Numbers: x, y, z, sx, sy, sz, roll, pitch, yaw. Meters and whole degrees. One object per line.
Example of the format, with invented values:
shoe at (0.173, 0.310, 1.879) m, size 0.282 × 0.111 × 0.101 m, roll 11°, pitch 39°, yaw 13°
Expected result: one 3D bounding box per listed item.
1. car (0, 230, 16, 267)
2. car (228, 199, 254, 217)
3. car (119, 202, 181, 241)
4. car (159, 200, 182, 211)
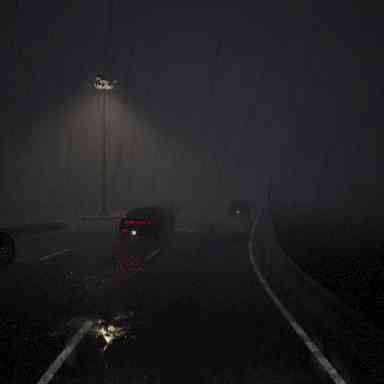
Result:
car at (-6.647, 1.348, 8.585) m, size 2.097 × 1.767 × 4.553 m, roll 0°, pitch 0°, yaw 3°
car at (4.499, 1.473, 31.203) m, size 1.837 × 1.490 × 4.892 m, roll 0°, pitch 0°, yaw 12°
car at (-2.094, 1.490, 16.734) m, size 1.837 × 1.490 × 4.892 m, roll 0°, pitch 0°, yaw 10°
car at (-2.427, 1.517, 32.378) m, size 2.033 × 1.411 × 5.357 m, roll 0°, pitch 0°, yaw 13°
